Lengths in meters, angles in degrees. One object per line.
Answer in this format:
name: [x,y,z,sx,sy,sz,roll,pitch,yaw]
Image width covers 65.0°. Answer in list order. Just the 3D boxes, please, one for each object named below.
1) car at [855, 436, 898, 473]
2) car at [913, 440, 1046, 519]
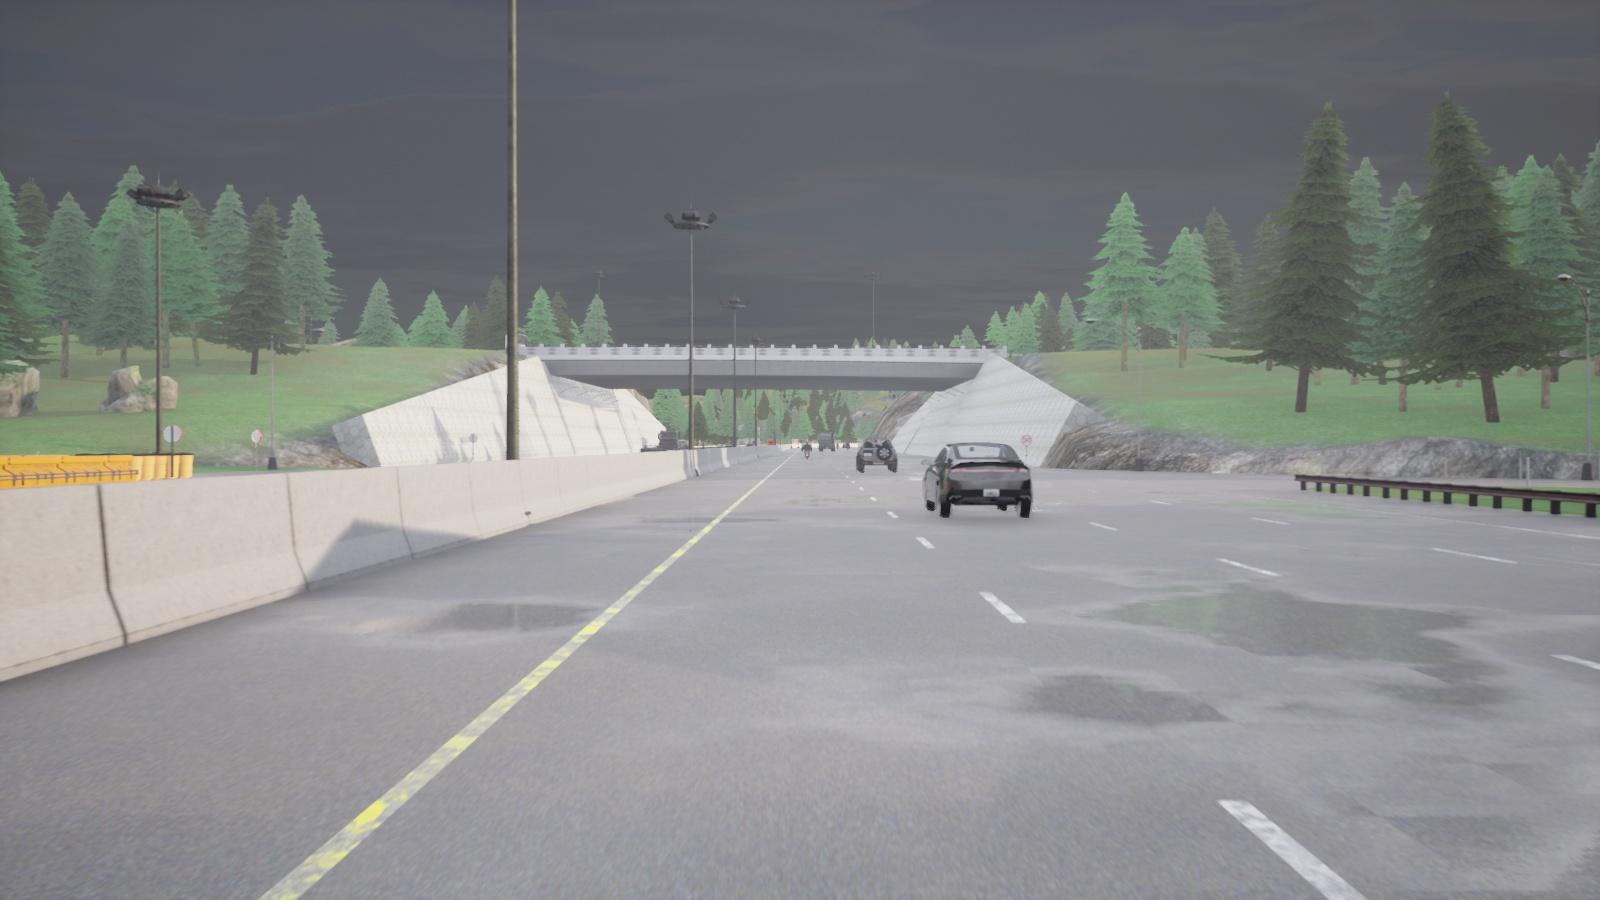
car: [3.881,0.204,64.255,1.932,1.855,4.605,0,0,0]
car: [3.666,0.556,26.539,2.128,1.511,4.902,0,0,0]
